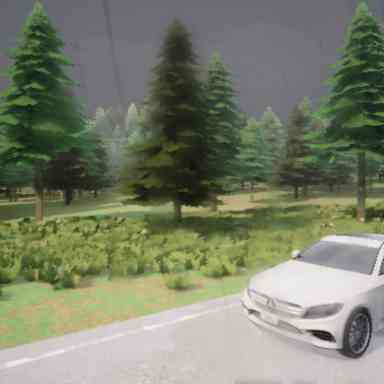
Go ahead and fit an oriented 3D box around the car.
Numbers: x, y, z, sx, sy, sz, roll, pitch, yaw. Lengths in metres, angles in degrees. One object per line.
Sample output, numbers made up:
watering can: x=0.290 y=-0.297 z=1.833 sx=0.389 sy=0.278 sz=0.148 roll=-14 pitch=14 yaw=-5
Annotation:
car: x=3.014 y=1.532 z=6.116 sx=4.674 sy=1.442 sz=1.812 roll=0 pitch=0 yaw=-35
